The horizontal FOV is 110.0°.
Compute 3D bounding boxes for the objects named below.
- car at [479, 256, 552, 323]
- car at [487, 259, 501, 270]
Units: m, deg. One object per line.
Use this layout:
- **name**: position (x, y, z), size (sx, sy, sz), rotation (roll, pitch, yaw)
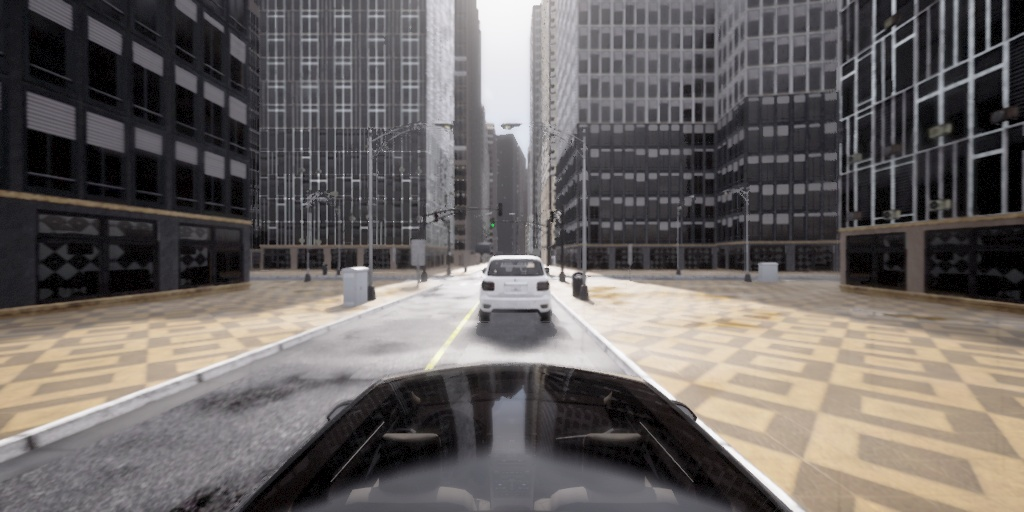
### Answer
- **car**: position (0.104, 1.032, 12.565), size (2.150, 2.045, 5.566), rotation (0, -1, 0)
- **car**: position (-3.006, 1.487, 61.769), size (2.097, 1.767, 4.553), rotation (0, 0, 1)
